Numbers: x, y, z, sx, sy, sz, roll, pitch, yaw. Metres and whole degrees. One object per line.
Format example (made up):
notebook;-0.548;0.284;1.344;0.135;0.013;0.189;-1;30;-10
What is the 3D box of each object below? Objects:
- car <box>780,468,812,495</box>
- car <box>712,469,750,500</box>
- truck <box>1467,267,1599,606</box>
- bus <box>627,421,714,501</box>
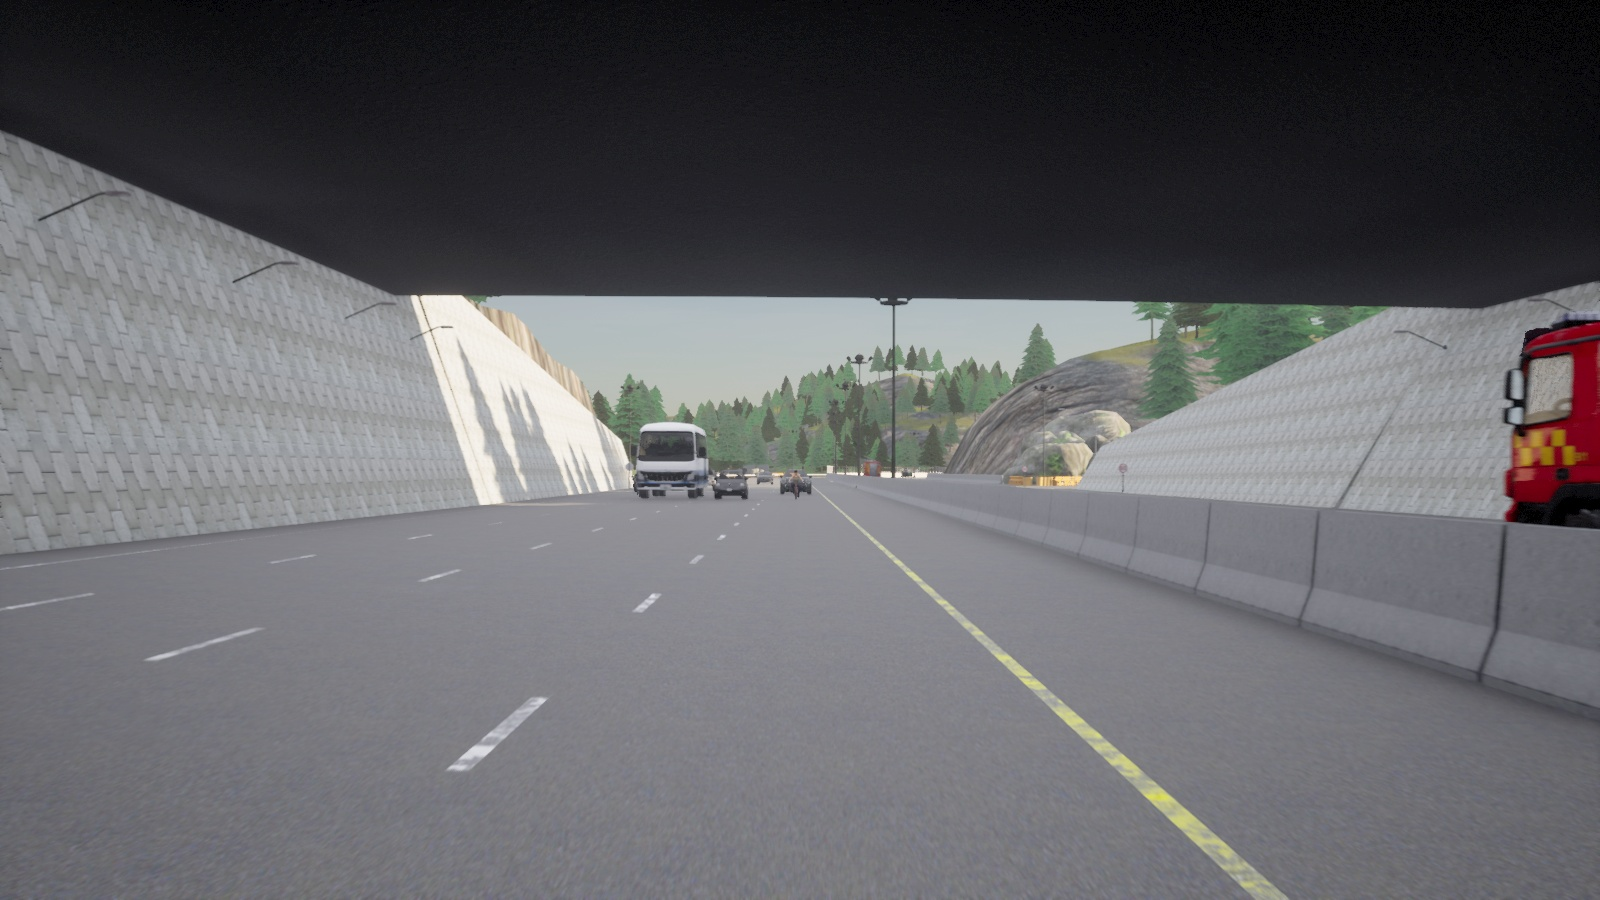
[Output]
car;-0.259;2.072;83.561;2.097;1.767;4.553;0;-1;0
car;-3.703;1.866;67.983;1.851;1.617;3.988;0;-1;0
truck;10.464;-0.180;12.679;2.891;3.827;8.468;0;-1;0
bus;-7.221;0.666;71.613;3.944;4.253;10.273;0;-1;0
